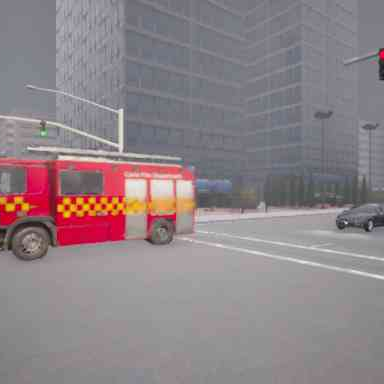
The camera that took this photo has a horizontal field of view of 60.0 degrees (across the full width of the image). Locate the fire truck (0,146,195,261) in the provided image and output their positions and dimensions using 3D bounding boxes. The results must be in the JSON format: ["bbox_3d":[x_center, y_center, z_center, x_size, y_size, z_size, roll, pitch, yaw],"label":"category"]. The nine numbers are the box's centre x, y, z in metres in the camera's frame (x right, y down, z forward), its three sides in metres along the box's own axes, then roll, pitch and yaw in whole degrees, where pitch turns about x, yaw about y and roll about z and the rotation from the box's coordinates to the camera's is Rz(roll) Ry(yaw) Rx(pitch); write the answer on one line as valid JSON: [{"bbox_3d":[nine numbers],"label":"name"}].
[{"bbox_3d":[-3.976,0.341,13.382,8.468,3.827,2.891,0,0,-37],"label":"fire truck"}]

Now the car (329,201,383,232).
[{"bbox_3d":[10.631,1.504,20.222,4.892,1.490,1.837,0,0,-37],"label":"car"}]

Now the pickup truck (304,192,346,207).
[{"bbox_3d":[18.286,1.057,46.673,6.274,2.098,2.390,0,0,-6],"label":"pickup truck"}]
